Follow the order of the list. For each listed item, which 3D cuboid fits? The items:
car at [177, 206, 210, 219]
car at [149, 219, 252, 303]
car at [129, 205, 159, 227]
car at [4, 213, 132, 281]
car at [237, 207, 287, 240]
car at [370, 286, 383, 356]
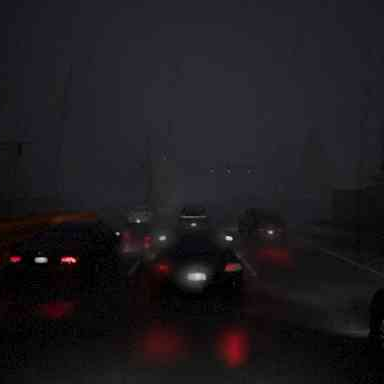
[{"bbox_3d":[0.091,1.586,20.666,2.128,1.511,4.902,0,0,0],"label":"car"},{"bbox_3d":[0.096,1.602,8.358,1.994,1.385,4.181,0,0,0],"label":"car"},{"bbox_3d":[-3.409,1.632,23.419,1.812,1.442,4.674,0,0,0],"label":"car"},{"bbox_3d":[-3.403,1.593,10.011,2.033,1.411,5.357,0,0,0],"label":"car"},{"bbox_3d":[3.591,1.585,17.607,1.837,1.490,4.892,0,0,0],"label":"car"},{"bbox_3d":[3.599,1.365,2.926,2.097,1.767,4.553,0,0,0],"label":"car"}]
